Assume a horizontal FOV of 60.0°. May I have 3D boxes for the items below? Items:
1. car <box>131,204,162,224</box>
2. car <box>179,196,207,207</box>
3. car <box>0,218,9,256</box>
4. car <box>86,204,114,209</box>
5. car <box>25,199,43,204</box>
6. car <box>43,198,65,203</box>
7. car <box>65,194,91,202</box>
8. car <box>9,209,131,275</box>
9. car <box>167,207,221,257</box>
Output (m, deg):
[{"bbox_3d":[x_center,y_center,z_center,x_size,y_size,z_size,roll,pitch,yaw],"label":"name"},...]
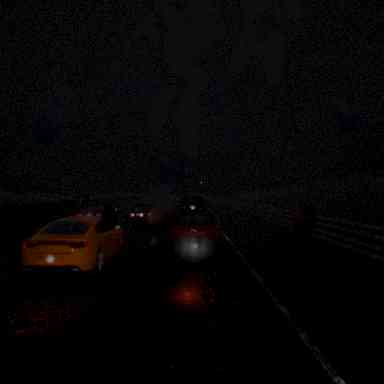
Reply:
[{"bbox_3d":[-3.442,1.622,25.245,2.033,1.411,5.357,0,0,0],"label":"car"},{"bbox_3d":[0.079,1.308,27.981,2.150,2.045,5.566,0,0,0],"label":"car"},{"bbox_3d":[-6.946,1.518,10.688,2.128,1.511,4.902,0,0,0],"label":"car"},{"bbox_3d":[-6.941,1.622,25.250,2.033,1.411,5.357,0,0,1],"label":"car"},{"bbox_3d":[-24.929,1.734,52.978,1.994,1.385,4.181,0,0,-1],"label":"car"},{"bbox_3d":[-21.440,1.650,53.302,1.882,1.535,5.008,0,0,-1],"label":"car"},{"bbox_3d":[-17.944,1.395,53.508,2.150,2.045,5.566,0,0,-1],"label":"car"},{"bbox_3d":[-3.448,1.503,10.583,1.882,1.535,5.008,0,0,0],"label":"car"},{"bbox_3d":[0.075,1.535,13.035,1.837,1.490,4.892,0,-1,0],"label":"car"}]
